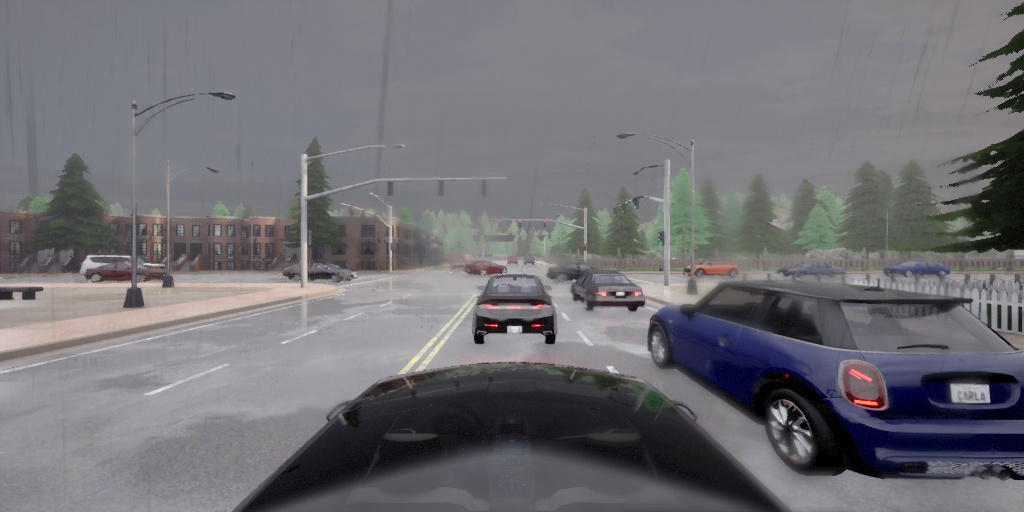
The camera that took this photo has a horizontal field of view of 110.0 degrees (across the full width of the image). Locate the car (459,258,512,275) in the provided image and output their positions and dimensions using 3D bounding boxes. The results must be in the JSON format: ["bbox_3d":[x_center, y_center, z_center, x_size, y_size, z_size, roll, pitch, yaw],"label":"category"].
[{"bbox_3d":[-2.580,1.228,36.258,1.882,1.535,5.008,1,1,41],"label":"car"}]

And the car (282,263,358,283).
[{"bbox_3d":[-14.232,1.241,27.066,4.902,1.511,2.128,0,0,3],"label":"car"}]

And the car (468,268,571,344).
[{"bbox_3d":[0.075,1.242,9.533,2.128,1.511,4.902,0,0,1],"label":"car"}]

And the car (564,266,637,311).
[{"bbox_3d":[3.604,1.297,14.361,2.033,1.411,5.357,0,0,0],"label":"car"}]

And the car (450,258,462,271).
[{"bbox_3d":[-7.021,1.102,48.325,2.097,1.767,4.553,0,0,0],"label":"car"}]

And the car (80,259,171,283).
[{"bbox_3d":[-28.729,1.228,26.965,5.008,1.535,1.882,0,0,-4],"label":"car"}]

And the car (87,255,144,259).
[{"bbox_3d":[-32.515,0.964,30.240,5.566,2.045,2.150,1,0,-8],"label":"car"}]

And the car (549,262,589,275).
[{"bbox_3d":[5.132,1.227,26.850,5.008,1.535,1.882,0,0,1],"label":"car"}]

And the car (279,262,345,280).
[{"bbox_3d":[-17.061,1.276,30.725,4.674,1.442,1.812,0,0,-1],"label":"car"}]

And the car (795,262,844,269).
[{"bbox_3d":[28.285,1.297,33.921,5.357,1.411,2.033,0,0,1],"label":"car"}]

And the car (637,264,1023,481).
[{"bbox_3d":[3.607,1.102,4.943,2.097,1.767,4.553,0,0,0],"label":"car"}]

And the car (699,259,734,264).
[{"bbox_3d":[18.760,1.102,33.950,4.553,1.767,2.097,0,0,0],"label":"car"}]

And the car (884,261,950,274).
[{"bbox_3d":[38.162,1.228,33.890,5.008,1.535,1.882,0,0,0],"label":"car"}]

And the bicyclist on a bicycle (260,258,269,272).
[{"bbox_3d":[-28.753,1.053,41.650,0.582,1.620,1.656,0,0,-1],"label":"bicyclist on a bicycle"}]
